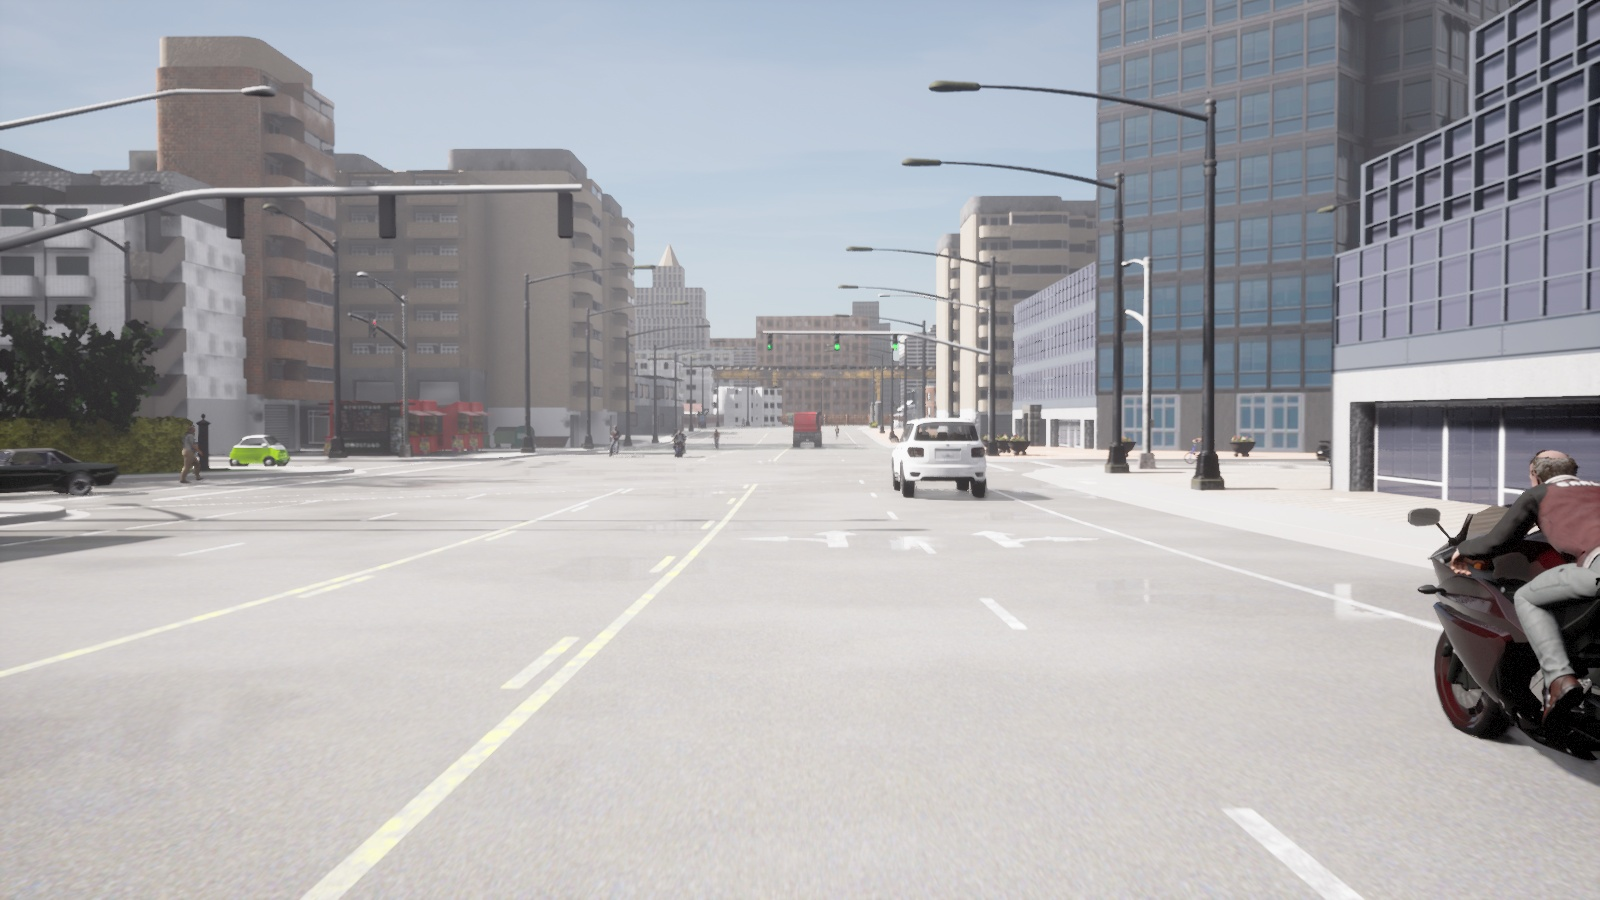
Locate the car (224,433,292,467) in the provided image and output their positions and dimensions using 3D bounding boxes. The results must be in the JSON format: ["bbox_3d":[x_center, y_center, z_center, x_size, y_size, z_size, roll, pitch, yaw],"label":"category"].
[{"bbox_3d":[-22.744,0.004,52.748,2.207,1.376,1.481,0,2,1],"label":"car"}]

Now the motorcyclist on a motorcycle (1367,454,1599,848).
[{"bbox_3d":[3.549,0.784,5.818,0.866,1.530,2.191,0,0,0],"label":"motorcyclist on a motorcycle"}]

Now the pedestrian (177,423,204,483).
[{"bbox_3d":[-18.846,0.080,38.806,0.694,1.848,0.540,-1,2,-30],"label":"pedestrian"}]

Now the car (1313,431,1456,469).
[{"bbox_3d":[24.194,-0.024,52.112,5.008,1.535,1.882,0,2,1],"label":"car"}]

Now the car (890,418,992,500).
[{"bbox_3d":[3.712,0.157,34.079,2.150,2.045,5.566,0,1,0],"label":"car"}]

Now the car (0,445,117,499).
[{"bbox_3d":[-21.001,0.579,33.327,4.718,1.301,1.895,-2,2,-44],"label":"car"}]

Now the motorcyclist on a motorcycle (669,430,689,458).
[{"bbox_3d":[-6.591,-0.333,68.618,0.866,1.530,2.191,0,1,0],"label":"motorcyclist on a motorcycle"}]
